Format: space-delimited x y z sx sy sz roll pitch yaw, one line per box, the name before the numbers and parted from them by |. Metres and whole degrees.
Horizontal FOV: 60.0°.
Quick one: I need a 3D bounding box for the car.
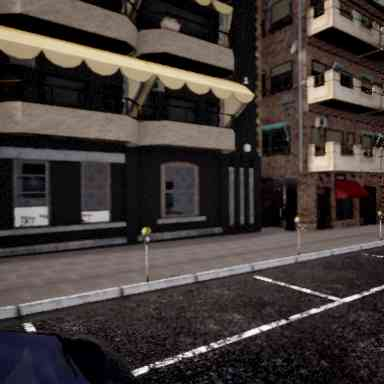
car | -2.169 1.564 1.525 4.181 1.385 1.994 0 0 -35
